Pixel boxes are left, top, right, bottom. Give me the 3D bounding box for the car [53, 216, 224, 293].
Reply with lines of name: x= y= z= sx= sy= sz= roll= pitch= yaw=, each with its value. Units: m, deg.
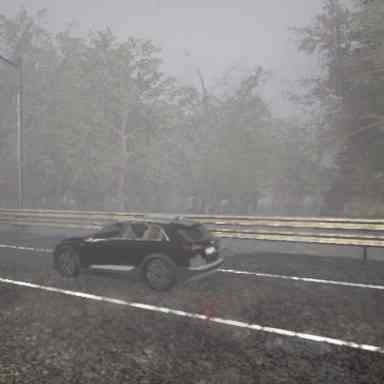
car: x=-1.548 y=1.469 z=8.932 sx=4.856 sy=1.649 sz=2.033 roll=-1 pitch=0 yaw=28
